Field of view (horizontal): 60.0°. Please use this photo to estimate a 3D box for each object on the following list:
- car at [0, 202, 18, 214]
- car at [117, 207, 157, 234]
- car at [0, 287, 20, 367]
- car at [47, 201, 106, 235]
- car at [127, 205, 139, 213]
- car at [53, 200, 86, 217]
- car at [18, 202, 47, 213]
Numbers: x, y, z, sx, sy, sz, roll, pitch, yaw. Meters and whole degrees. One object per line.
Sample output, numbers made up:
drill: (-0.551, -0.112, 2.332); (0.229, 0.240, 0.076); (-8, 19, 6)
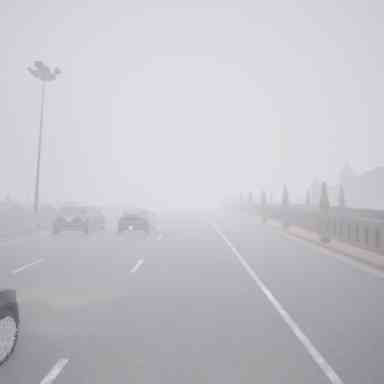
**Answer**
car: (-21.092, 1.960, 38.710); (2.128, 1.511, 4.902); (0, -1, 0)
car: (-3.406, 1.757, 20.950); (1.837, 1.490, 4.892); (0, -1, 0)
car: (-3.401, 1.508, 2.795); (1.882, 1.535, 5.008); (0, -1, 0)
car: (-6.906, 1.601, 20.793); (2.097, 1.767, 4.553); (0, -1, 0)
car: (-14.021, 4.085, 79.670); (1.882, 1.535, 5.008); (0, -8, 0)
car: (-14.094, 1.815, 38.489); (2.097, 1.767, 4.553); (0, -1, 0)
car: (-17.595, 1.959, 38.637); (2.128, 1.511, 4.902); (0, -1, 0)
